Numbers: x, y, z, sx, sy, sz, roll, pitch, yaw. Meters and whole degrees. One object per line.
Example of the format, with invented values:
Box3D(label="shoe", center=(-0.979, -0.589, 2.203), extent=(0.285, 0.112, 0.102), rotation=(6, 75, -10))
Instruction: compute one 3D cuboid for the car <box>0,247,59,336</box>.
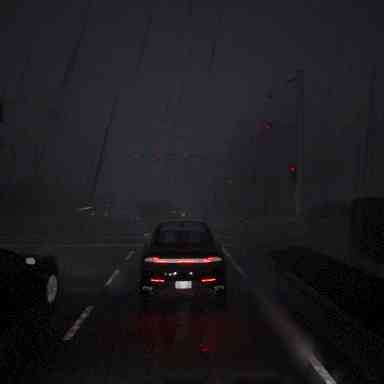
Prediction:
Box3D(label="car", center=(-3.612, 1.478, 4.875), extent=(1.882, 1.535, 5.008), rotation=(0, 0, -2))

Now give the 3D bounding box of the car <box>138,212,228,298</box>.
Box3D(label="car", center=(-0.245, 1.492, 8.539), extent=(2.128, 1.511, 4.902), rotation=(0, 0, -2))

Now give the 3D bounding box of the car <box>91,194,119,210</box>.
Box3D(label="car", center=(-11.433, 1.221, 43.442), extent=(2.150, 2.045, 5.566), rotation=(0, 0, -2))

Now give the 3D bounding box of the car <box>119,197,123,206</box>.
Box3D(label="car", center=(-11.585, 1.505, 53.269), extent=(1.837, 1.490, 4.892), rotation=(0, 0, -1))

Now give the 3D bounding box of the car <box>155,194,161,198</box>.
Box3D(label="car", center=(-8.345, 1.523, 73.772), extent=(1.812, 1.442, 4.674), rotation=(0, 0, -1))

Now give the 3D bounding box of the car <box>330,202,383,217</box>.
Box3D(label="car", center=(15.468, 1.601, 30.696), extent=(4.718, 1.301, 1.895), rotation=(0, 0, 0))

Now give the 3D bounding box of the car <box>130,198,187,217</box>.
Box3D(label="car", center=(-2.452, 1.492, 26.988), extent=(4.902, 1.511, 2.128), rotation=(0, 0, 44))

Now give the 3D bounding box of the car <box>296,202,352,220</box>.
Box3D(label="car", center=(11.396, 1.547, 27.232), extent=(5.357, 1.411, 2.033), rotation=(0, 0, 0))

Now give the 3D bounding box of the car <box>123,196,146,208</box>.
Box3D(label="car", center=(-7.975, 1.601, 46.504), extent=(1.895, 1.301, 4.718), rotation=(0, 0, -1))

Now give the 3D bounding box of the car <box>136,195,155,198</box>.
Box3D(label="car", center=(-8.164, 1.564, 58.688), extent=(1.994, 1.385, 4.181), rotation=(0, 0, -1))
